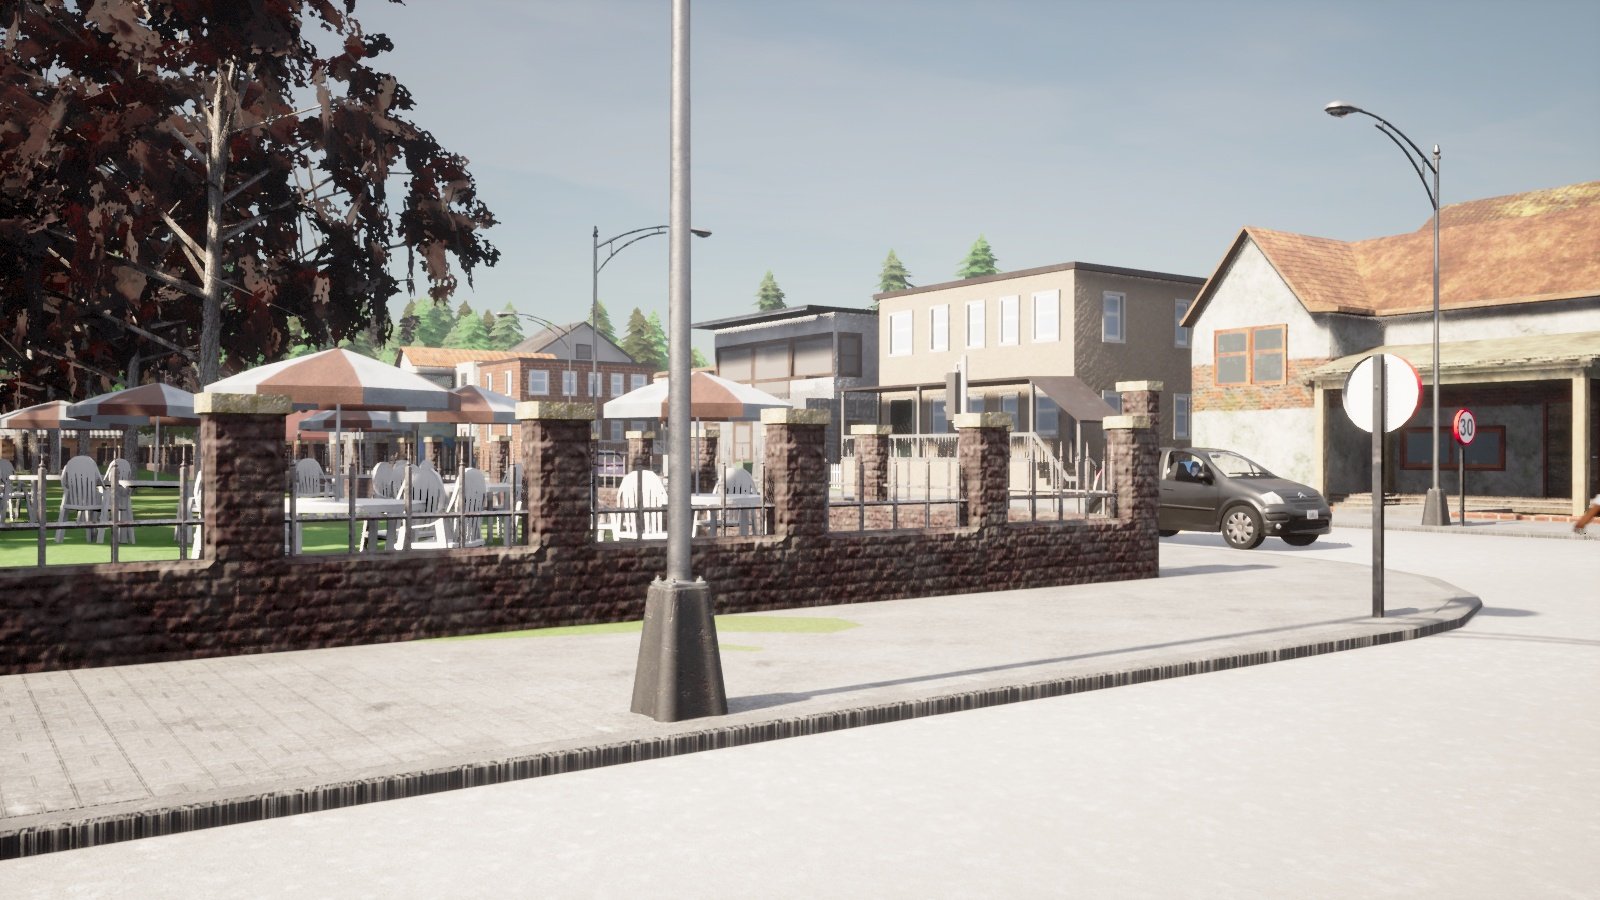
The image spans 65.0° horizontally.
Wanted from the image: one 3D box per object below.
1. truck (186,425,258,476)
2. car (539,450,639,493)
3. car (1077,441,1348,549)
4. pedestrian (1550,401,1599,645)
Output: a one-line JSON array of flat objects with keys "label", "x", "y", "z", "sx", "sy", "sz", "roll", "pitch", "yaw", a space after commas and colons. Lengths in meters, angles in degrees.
[{"label": "truck", "x": -41.321, "y": 0.070, "z": 89.628, "sx": 2.891, "sy": 3.462, "sz": 7.936, "roll": 0, "pitch": 0, "yaw": -38}, {"label": "car", "x": -8.432, "y": 0.814, "z": 49.772, "sx": 2.033, "sy": 1.649, "sz": 4.856, "roll": 0, "pitch": 0, "yaw": -35}, {"label": "car", "x": 6.791, "y": 0.680, "z": 21.041, "sx": 1.851, "sy": 1.617, "sz": 3.988, "roll": 0, "pitch": 0, "yaw": -35}, {"label": "pedestrian", "x": 6.495, "y": 0.553, "z": 9.658, "sx": 0.874, "sy": 1.855, "sz": 0.900, "roll": 0, "pitch": 0, "yaw": -23}]
